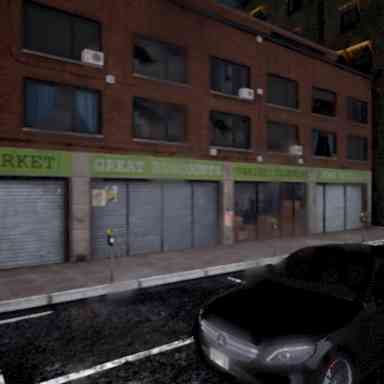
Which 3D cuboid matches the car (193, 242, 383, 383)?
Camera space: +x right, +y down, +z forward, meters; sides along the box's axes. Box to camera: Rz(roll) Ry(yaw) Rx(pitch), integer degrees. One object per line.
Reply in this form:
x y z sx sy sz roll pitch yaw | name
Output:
2.200 1.548 4.937 4.674 1.442 1.812 0 0 -35 | car
